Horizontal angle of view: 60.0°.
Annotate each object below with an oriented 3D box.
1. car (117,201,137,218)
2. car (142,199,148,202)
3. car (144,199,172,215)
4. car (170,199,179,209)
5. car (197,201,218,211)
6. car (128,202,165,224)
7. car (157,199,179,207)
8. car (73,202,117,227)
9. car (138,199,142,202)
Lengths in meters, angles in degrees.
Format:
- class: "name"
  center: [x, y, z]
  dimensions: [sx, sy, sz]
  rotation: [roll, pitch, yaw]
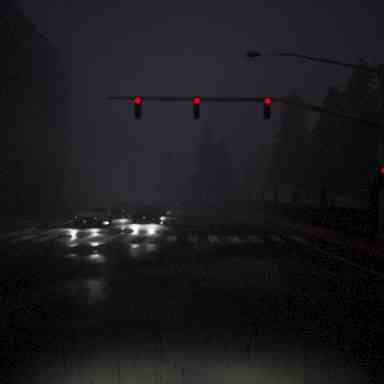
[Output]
- class: "car"
  center: [-7.205, 1.735, 33.659]
  dimensions: [1.882, 1.535, 5.008]
  rotation: [0, -1, -1]
- class: "car"
  center: [-8.985, 2.060, 63.493]
  dimensions: [2.033, 1.411, 5.357]
  rotation: [1, -1, -41]
- class: "car"
  center: [-3.684, 1.839, 36.322]
  dimensions: [2.033, 1.411, 5.357]
  rotation: [0, -1, -1]
- class: "car"
  center: [-3.913, 2.054, 54.889]
  dimensions: [1.895, 1.301, 4.718]
  rotation: [0, -1, -24]
- class: "car"
  center: [2.159, 1.960, 48.286]
  dimensions: [2.033, 1.411, 5.357]
  rotation: [0, -1, -13]
- class: "car"
  center: [-3.627, 1.775, 27.139]
  dimensions: [1.994, 1.385, 4.181]
  rotation: [0, 0, 0]
- class: "car"
  center: [-4.625, 2.052, 63.497]
  dimensions: [1.812, 1.442, 4.674]
  rotation: [1, -1, -37]
- class: "car"
  center: [-7.124, 1.702, 24.399]
  dimensions: [1.812, 1.442, 4.674]
  rotation: [0, -1, 0]
- class: "car"
  center: [-7.873, 1.870, 43.854]
  dimensions: [1.812, 1.442, 4.674]
  rotation: [0, -1, -9]
